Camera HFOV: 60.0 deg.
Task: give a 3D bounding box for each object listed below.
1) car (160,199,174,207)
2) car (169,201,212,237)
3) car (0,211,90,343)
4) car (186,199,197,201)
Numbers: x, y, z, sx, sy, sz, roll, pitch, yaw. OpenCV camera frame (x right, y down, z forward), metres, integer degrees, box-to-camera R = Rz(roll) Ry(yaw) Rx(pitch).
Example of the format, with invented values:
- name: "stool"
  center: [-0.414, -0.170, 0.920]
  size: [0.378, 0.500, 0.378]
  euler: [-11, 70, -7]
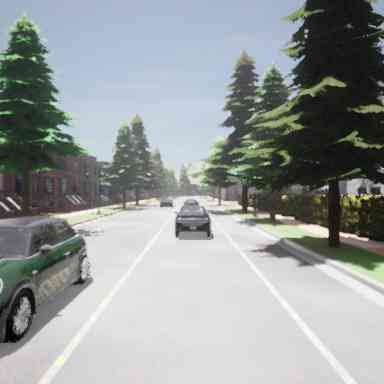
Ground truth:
- name: "car"
  center: [-3.741, 1.663, 49.654]
  size: [1.895, 1.301, 4.718]
  euler: [0, 0, 0]
- name: "car"
  center: [0.040, 1.494, 18.226]
  size: [2.128, 1.511, 4.902]
  euler: [0, 0, 0]
- name: "car"
  center: [-3.594, 1.341, 6.412]
  size: [2.097, 1.767, 4.553]
  euler: [0, 0, 0]
- name: "car"
  center: [-0.084, 1.531, 37.917]
  size: [1.812, 1.442, 4.674]
  euler: [0, 0, 0]
